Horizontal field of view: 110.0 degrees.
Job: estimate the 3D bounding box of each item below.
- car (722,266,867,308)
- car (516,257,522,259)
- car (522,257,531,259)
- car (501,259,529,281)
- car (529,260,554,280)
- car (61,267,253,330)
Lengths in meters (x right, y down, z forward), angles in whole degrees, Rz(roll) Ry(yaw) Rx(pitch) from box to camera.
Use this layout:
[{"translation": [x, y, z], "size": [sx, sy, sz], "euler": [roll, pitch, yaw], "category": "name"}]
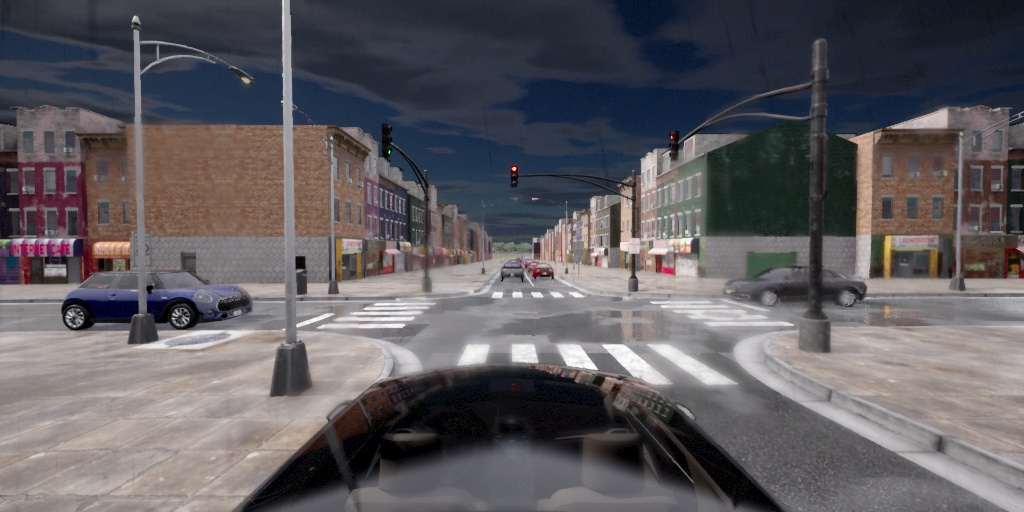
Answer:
[{"translation": [10.947, 1.153, 14.072], "size": [4.892, 1.490, 1.837], "euler": [0, 1, 0], "category": "car"}, {"translation": [0.213, 1.272, 55.826], "size": [1.812, 1.442, 4.674], "euler": [0, 0, 0], "category": "car"}, {"translation": [2.746, 1.291, 53.770], "size": [1.888, 1.381, 4.507], "euler": [0, 0, 0], "category": "car"}, {"translation": [0.077, 1.237, 29.970], "size": [2.128, 1.511, 4.902], "euler": [0, 0, 1], "category": "car"}, {"translation": [2.700, 1.291, 31.640], "size": [1.888, 1.381, 4.507], "euler": [0, 0, 0], "category": "car"}, {"translation": [-10.791, 1.202, 11.170], "size": [4.553, 1.767, 2.097], "euler": [0, 1, 0], "category": "car"}]
